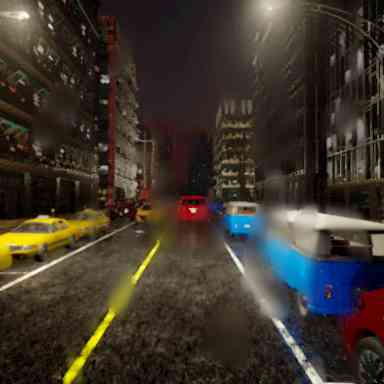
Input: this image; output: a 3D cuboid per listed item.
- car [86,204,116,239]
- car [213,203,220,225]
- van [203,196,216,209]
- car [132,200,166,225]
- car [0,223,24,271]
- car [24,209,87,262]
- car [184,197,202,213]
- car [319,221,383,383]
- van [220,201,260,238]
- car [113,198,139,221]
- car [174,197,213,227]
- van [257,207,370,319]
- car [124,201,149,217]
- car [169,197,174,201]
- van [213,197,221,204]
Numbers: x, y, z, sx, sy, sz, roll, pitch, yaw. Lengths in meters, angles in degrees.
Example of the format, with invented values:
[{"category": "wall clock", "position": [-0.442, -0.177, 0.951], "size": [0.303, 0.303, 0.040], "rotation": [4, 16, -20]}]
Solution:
[{"category": "car", "position": [-5.680, 1.621, 17.950], "size": [1.752, 1.417, 4.829], "rotation": [1, 0, 0]}, {"category": "car", "position": [2.696, 1.708, 23.655], "size": [1.802, 1.307, 4.206], "rotation": [1, 0, 0]}, {"category": "van", "position": [2.692, 1.612, 51.196], "size": [1.690, 1.788, 3.998], "rotation": [1, 0, 0]}, {"category": "car", "position": [-3.107, 1.614, 25.757], "size": [1.882, 1.535, 5.008], "rotation": [0, 0, 0]}, {"category": "car", "position": [-5.677, 1.563, 6.927], "size": [1.752, 1.417, 4.829], "rotation": [1, 0, 0]}, {"category": "car", "position": [-5.679, 1.592, 12.440], "size": [1.752, 1.417, 4.829], "rotation": [1, 0, 0]}, {"category": "car", "position": [0.086, 1.570, 41.266], "size": [2.097, 1.767, 4.553], "rotation": [0, 0, 0]}, {"category": "car", "position": [2.709, 1.324, 1.625], "size": [2.192, 1.841, 5.009], "rotation": [1, 0, 0]}, {"category": "van", "position": [2.703, 1.438, 18.148], "size": [1.690, 1.788, 3.998], "rotation": [1, 0, 0]}, {"category": "car", "position": [-5.680, 1.470, 29.143], "size": [2.192, 1.841, 5.009], "rotation": [1, 0, 0]}, {"category": "car", "position": [0.094, 1.348, 24.104], "size": [2.150, 2.045, 5.566], "rotation": [0, 0, 0]}, {"category": "van", "position": [2.707, 1.380, 7.132], "size": [1.690, 1.788, 3.998], "rotation": [1, 0, 0]}, {"category": "car", "position": [-5.686, 1.729, 34.653], "size": [1.887, 1.381, 4.507], "rotation": [1, 0, 0]}, {"category": "car", "position": [-5.707, 2.087, 94.660], "size": [1.802, 1.307, 4.206], "rotation": [1, 0, 0]}, {"category": "van", "position": [2.695, 1.554, 40.180], "size": [1.690, 1.788, 3.998], "rotation": [1, 0, 0]}]
